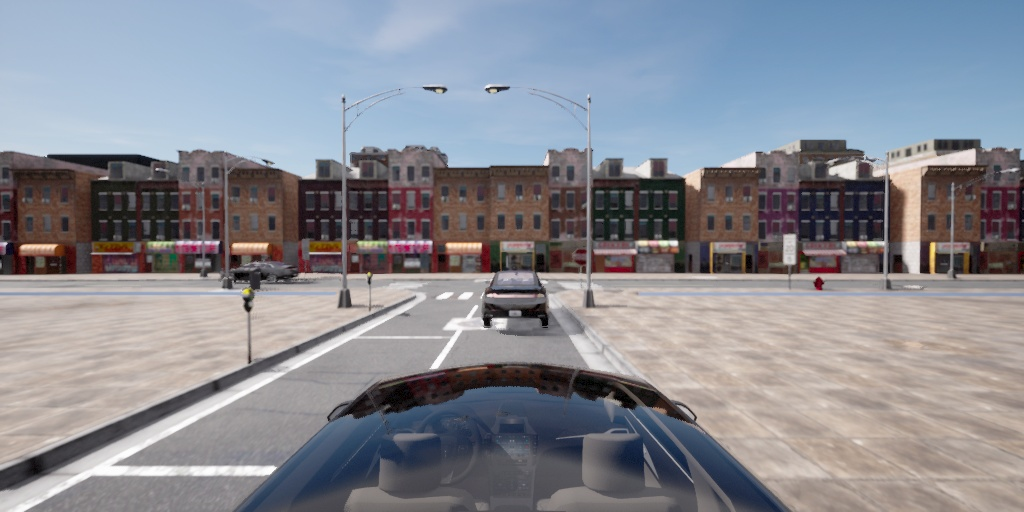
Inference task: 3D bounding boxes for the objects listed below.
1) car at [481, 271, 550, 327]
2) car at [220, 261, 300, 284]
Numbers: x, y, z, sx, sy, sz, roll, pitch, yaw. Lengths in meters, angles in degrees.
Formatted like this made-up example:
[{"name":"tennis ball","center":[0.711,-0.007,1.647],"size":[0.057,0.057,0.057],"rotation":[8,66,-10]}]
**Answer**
[{"name":"car","center":[0.153,1.204,11.342],"size":[2.128,1.511,4.902],"rotation":[0,0,2]},{"name":"car","center":[-17.524,1.132,24.971],"size":[4.902,1.511,2.128],"rotation":[0,1,0]}]
